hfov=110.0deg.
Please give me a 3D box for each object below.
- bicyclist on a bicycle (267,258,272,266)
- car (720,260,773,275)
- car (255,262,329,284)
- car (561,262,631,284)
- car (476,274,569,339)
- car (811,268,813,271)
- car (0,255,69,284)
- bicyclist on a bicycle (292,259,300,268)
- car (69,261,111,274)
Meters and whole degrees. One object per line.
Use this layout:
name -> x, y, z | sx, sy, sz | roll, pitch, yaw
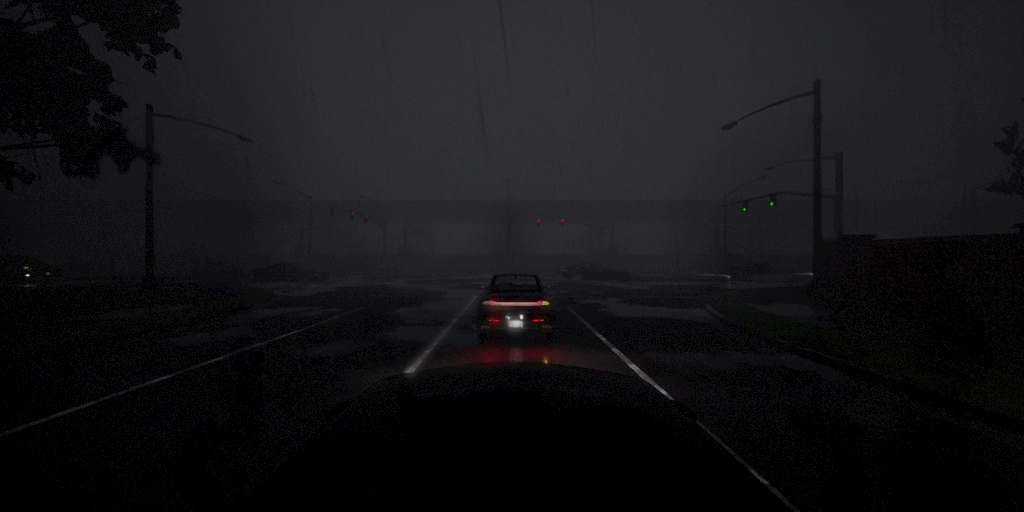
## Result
bicyclist on a bicycle -> -31.596, 1.046, 46.730 | 0.582, 1.620, 1.656 | 0, 0, -33
car -> 23.503, 1.136, 36.003 | 4.674, 1.442, 1.812 | -1, 0, 2
car -> -16.087, 1.225, 26.364 | 5.008, 1.535, 1.882 | 0, 0, 2
car -> 5.990, 1.212, 25.769 | 4.902, 1.511, 2.128 | 0, 0, 2
car -> 0.096, 1.241, 10.073 | 2.128, 1.511, 4.902 | 0, 0, 0
car -> 33.178, 1.044, 35.737 | 5.357, 1.411, 2.033 | -1, 0, 2
car -> -37.609, 0.971, 27.019 | 5.566, 2.045, 2.150 | 0, 0, 2
bicyclist on a bicycle -> -27.044, 1.199, 44.640 | 0.582, 1.620, 1.656 | 0, 0, 14
car -> -49.659, 1.294, 41.373 | 5.357, 1.411, 2.033 | 0, 0, 2
